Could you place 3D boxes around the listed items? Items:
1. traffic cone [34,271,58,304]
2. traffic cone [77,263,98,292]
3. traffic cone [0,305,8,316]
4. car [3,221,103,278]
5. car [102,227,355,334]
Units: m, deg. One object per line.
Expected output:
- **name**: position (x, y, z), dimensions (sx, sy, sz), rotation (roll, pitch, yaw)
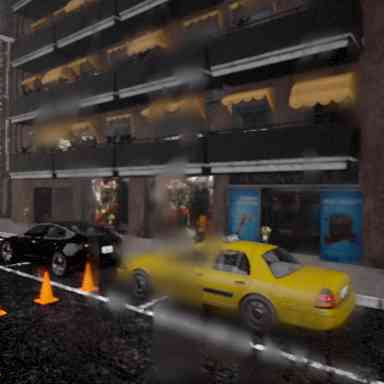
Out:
- **traffic cone**: position (-2.963, 1.913, 6.770), dimensions (0.340, 0.580, 0.340), rotation (1, 0, 36)
- **traffic cone**: position (-2.371, 1.920, 7.576), dimensions (0.340, 0.580, 0.340), rotation (1, 0, 36)
- **traffic cone**: position (-3.554, 1.906, 5.963), dimensions (0.340, 0.580, 0.340), rotation (1, 0, 36)
- **car**: position (-3.882, 1.508, 9.884), dimensions (4.313, 1.339, 1.947), rotation (1, 0, 36)
- **car**: position (0.538, 1.529, 6.645), dimensions (4.829, 1.417, 1.752), rotation (1, 0, 36)
